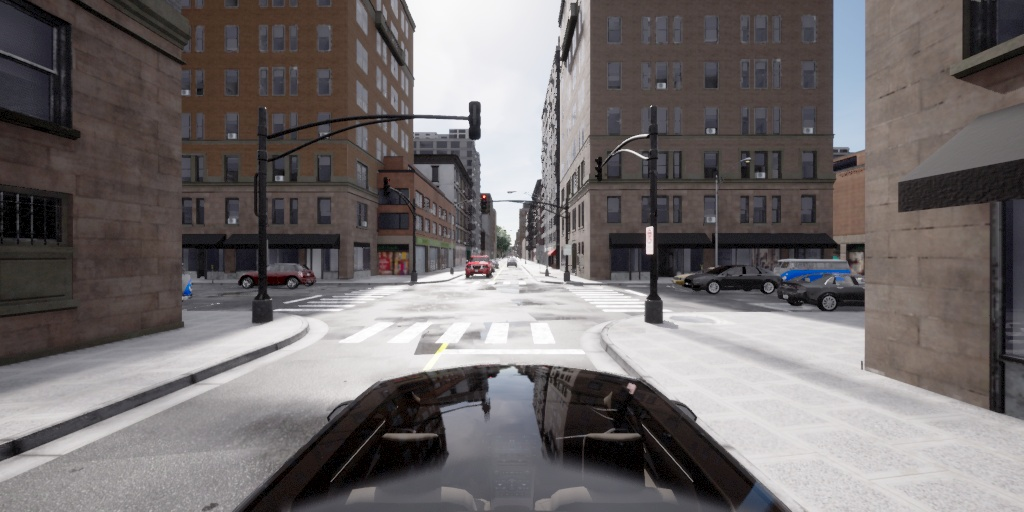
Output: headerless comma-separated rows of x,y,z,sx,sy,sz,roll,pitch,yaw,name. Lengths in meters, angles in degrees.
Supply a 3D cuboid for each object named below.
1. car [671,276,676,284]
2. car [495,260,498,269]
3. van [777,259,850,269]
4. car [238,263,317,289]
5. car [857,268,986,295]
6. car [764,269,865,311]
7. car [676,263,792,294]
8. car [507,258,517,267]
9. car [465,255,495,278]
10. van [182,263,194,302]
12.419,1.264,22.046,4.829,1.417,1.751,0,0,1,car
-3.105,1.259,44.459,1.812,1.442,4.674,0,0,0,car
18.258,1.080,21.986,3.998,1.789,1.690,0,0,1,van
-14.605,1.172,22.323,4.097,1.591,1.967,0,0,1,car
21.959,1.346,19.378,4.718,1.301,1.895,0,0,1,car
12.520,1.305,13.519,4.403,1.370,2.007,0,0,1,car
11.926,1.248,19.494,4.892,1.490,1.837,0,0,-1,car
-0.008,1.260,63.799,2.033,1.411,5.357,0,0,0,car
-3.102,0.962,34.259,2.150,2.045,5.566,0,0,0,car
-14.675,1.089,13.798,3.998,1.789,1.690,0,0,1,van
